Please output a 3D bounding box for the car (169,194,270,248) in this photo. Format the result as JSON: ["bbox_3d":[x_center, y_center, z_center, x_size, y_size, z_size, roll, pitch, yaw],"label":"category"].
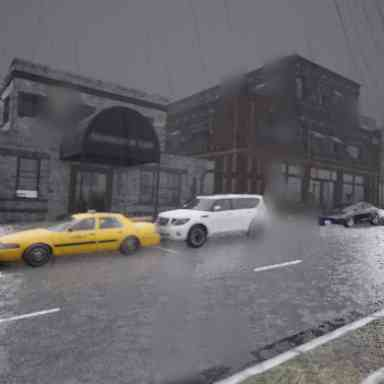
[{"bbox_3d":[1.040,1.136,14.678,5.566,2.045,2.435,0,0,-36],"label":"car"}]

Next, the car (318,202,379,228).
[{"bbox_3d":[10.005,1.383,21.132,4.792,1.488,2.163,0,0,-36],"label":"car"}]

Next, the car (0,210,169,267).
[{"bbox_3d":[-3.678,1.402,11.289,5.366,1.575,1.946,0,0,-36],"label":"car"}]
